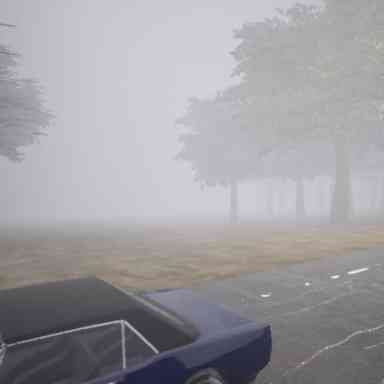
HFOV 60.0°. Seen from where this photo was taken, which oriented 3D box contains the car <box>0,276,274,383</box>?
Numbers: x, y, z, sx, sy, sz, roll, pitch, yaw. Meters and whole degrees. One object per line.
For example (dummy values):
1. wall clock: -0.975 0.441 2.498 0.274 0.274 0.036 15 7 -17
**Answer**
1. car: -1.546 1.599 2.889 4.718 1.301 1.895 0 0 -36
